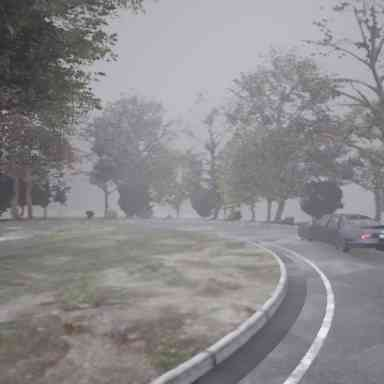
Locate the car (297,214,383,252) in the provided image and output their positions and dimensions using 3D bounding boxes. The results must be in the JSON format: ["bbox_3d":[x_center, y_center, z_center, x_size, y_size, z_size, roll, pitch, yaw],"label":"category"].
[{"bbox_3d":[6.497,1.657,14.383,2.033,1.411,5.357,-1,-1,-7],"label":"car"}]
